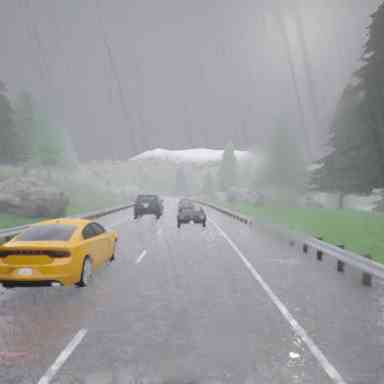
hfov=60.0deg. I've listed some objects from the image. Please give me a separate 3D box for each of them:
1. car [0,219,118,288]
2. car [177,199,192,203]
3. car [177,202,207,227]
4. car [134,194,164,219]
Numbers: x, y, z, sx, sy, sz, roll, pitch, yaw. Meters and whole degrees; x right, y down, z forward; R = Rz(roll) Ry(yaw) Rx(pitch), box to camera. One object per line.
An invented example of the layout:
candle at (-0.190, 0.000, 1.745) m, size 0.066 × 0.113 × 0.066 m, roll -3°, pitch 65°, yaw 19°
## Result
car at (-3.408, 1.477, 9.275) m, size 1.882 × 1.535 × 5.008 m, roll 0°, pitch 0°, yaw 0°
car at (-0.780, 1.545, 40.195) m, size 2.033 × 1.411 × 5.357 m, roll 0°, pitch 0°, yaw -3°
car at (-0.063, 1.600, 22.756) m, size 1.895 × 1.301 × 4.718 m, roll 0°, pitch 0°, yaw -1°
car at (-3.729, 1.219, 29.090) m, size 2.150 × 2.045 × 5.566 m, roll 0°, pitch 0°, yaw -2°
